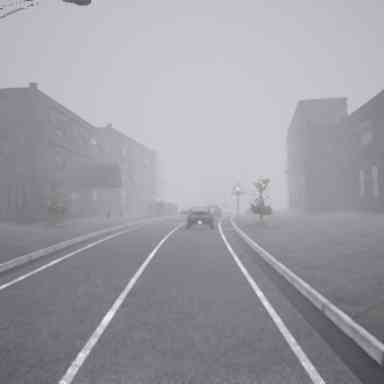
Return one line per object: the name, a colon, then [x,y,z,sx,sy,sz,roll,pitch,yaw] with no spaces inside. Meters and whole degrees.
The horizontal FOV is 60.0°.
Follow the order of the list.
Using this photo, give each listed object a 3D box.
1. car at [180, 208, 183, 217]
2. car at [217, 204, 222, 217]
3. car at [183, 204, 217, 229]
car: [-0.296,2.426,43.068,1.882,1.535,5.008,-1,-2,10]
car: [2.779,2.328,42.132,2.033,1.649,4.856,-1,-2,9]
car: [0.669,1.784,23.961,1.837,1.490,4.892,0,-2,4]
